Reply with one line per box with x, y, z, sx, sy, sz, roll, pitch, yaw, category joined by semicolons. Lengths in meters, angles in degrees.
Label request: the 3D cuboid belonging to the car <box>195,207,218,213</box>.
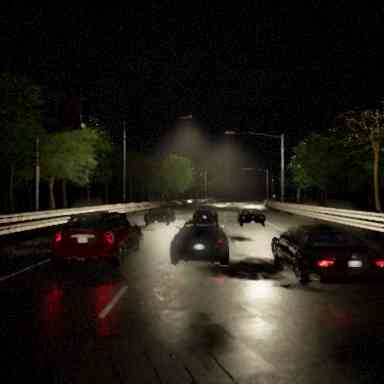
1.131;1.891;27.201;1.994;1.385;4.181;0;-1;5;car

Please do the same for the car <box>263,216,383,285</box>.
3.703;1.668;9.868;2.033;1.411;5.357;0;-1;2;car

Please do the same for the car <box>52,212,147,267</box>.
-3.193;1.494;12.126;2.097;1.767;4.553;0;-1;3;car

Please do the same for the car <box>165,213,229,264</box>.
0.324;1.713;12.435;1.994;1.385;4.181;0;-1;3;car

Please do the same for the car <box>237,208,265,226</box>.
4.546;1.915;26.078;1.895;1.301;4.718;0;-1;5;car

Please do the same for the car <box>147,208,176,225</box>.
-2.441;1.916;26.512;1.895;1.301;4.718;0;-1;5;car
